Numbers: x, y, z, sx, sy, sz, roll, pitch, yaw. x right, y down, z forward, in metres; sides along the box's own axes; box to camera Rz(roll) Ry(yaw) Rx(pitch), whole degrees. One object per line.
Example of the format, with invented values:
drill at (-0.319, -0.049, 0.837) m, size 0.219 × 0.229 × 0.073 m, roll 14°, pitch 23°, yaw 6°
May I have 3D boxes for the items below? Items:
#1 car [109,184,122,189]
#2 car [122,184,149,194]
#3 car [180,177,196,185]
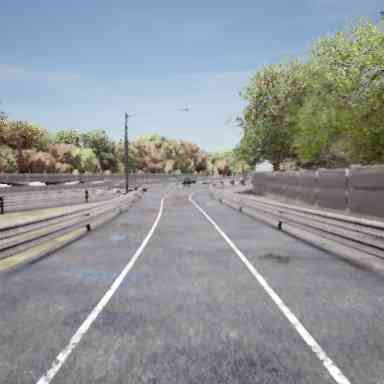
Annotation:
car at (-13.381, -0.875, 62.234) m, size 2.033 × 1.411 × 5.357 m, roll 1°, pitch 3°, yaw 22°
car at (-8.904, -0.537, 54.565) m, size 1.882 × 1.535 × 5.008 m, roll 2°, pitch 4°, yaw 22°
car at (-0.606, -2.939, 93.731) m, size 2.150 × 2.045 × 5.566 m, roll 1°, pitch 3°, yaw 22°
